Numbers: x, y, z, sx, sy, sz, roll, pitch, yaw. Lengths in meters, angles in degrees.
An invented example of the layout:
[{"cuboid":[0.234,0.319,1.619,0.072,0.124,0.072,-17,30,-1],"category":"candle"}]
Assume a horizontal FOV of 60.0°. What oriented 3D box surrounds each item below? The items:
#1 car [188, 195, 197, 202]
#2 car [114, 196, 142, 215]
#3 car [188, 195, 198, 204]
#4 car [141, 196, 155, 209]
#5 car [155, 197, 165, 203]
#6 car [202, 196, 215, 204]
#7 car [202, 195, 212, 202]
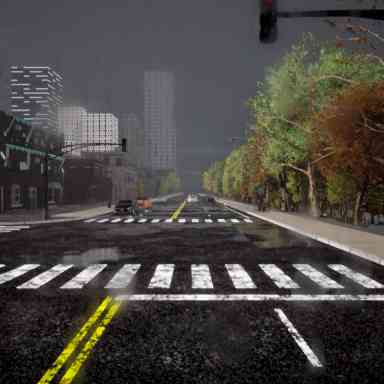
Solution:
[{"cuboid":[0.085,1.448,74.818,1.882,1.535,5.008,0,0,0],"category":"car"},{"cuboid":[-6.568,1.494,33.589,1.837,1.490,4.892,0,0,0],"category":"car"},{"cuboid":[0.153,1.501,64.624,1.812,1.442,4.674,0,0,0],"category":"car"},{"cuboid":[-6.556,1.337,43.834,2.097,1.767,4.553,0,0,0],"category":"car"},{"cuboid":[-6.461,1.576,65.515,1.895,1.301,4.718,0,0,0],"category":"car"},{"cuboid":[3.410,1.523,63.743,2.033,1.411,5.357,0,0,0],"category":"car"},{"cuboid":[3.328,1.510,74.397,2.033,1.411,5.357,0,0,0],"category":"car"}]
